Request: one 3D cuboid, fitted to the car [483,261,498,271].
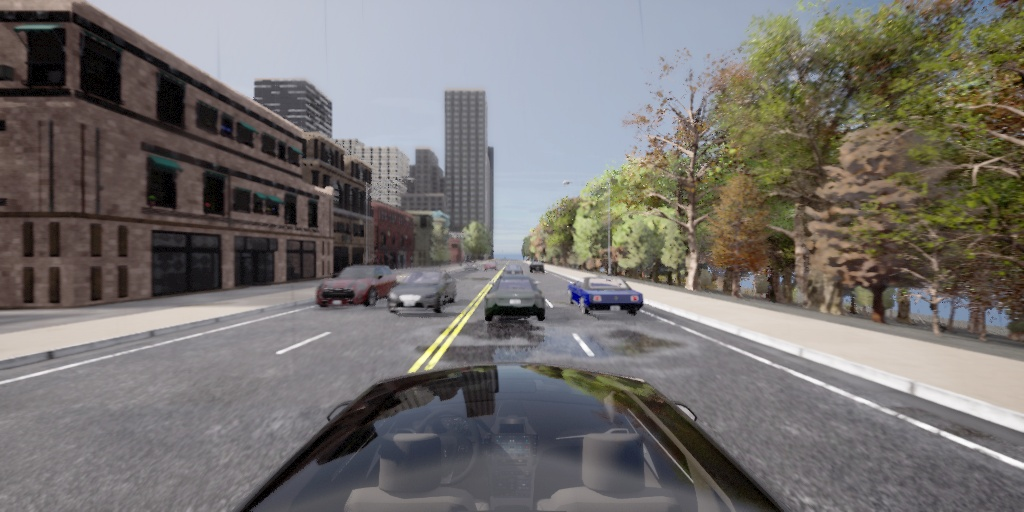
[{"bbox_3d":[-3.306,1.563,56.079,1.812,1.442,4.674,0,0,1],"label":"car"}]

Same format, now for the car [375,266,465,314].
[{"bbox_3d":[-3.350,1.309,14.195,2.128,1.511,4.902,0,0,0],"label":"car"}]

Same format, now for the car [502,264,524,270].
[{"bbox_3d":[0.098,1.464,32.650,2.033,1.411,5.357,0,0,0],"label":"car"}]

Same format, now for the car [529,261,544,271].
[{"bbox_3d":[3.346,1.480,49.190,1.882,1.535,5.008,0,0,0],"label":"car"}]

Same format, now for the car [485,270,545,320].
[{"bbox_3d":[0.097,1.375,12.979,1.994,1.385,4.181,0,0,0],"label":"car"}]

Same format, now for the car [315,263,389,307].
[{"bbox_3d":[-6.600,1.178,15.796,2.097,1.767,4.553,0,0,0],"label":"car"}]

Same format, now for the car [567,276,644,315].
[{"bbox_3d":[3.348,1.416,13.830,1.895,1.301,4.718,0,0,0],"label":"car"}]

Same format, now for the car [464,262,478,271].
[{"bbox_3d":[-6.550,1.645,57.324,1.895,1.301,4.718,0,0,1],"label":"car"}]
